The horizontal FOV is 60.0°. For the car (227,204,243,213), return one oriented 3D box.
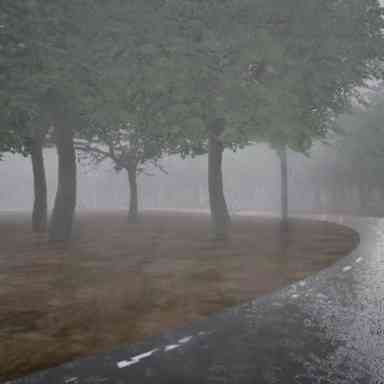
[{"bbox_3d":[7.771,3.184,64.409,1.837,1.490,4.892,-2,-1,-30],"label":"car"}]

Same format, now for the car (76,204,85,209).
[{"bbox_3d":[-31.181,3.747,88.421,5.357,1.411,2.033,-1,1,4],"label":"car"}]

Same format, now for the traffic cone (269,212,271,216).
[{"bbox_3d":[11.395,3.208,48.726,0.340,0.580,0.340,-2,-2,-17],"label":"traffic cone"}]

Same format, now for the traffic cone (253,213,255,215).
[{"bbox_3d":[9.982,3.400,53.519,0.340,0.580,0.340,-2,-1,-17],"label":"traffic cone"}]

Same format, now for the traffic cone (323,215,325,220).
[{"bbox_3d":[13.801,2.575,34.773,0.340,0.580,0.340,-2,-2,0],"label":"traffic cone"}]
